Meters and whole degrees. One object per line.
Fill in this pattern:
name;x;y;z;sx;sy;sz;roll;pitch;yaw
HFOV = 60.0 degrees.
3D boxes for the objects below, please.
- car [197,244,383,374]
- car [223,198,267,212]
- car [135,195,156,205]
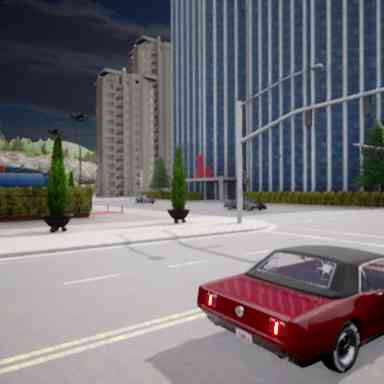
car;2.491;1.567;5.585;4.718;1.301;1.895;0;0;-35
car;5.770;1.379;36.748;2.033;1.411;5.357;0;0;-36
car;-7.903;1.341;55.621;1.837;1.490;4.892;0;0;-36
